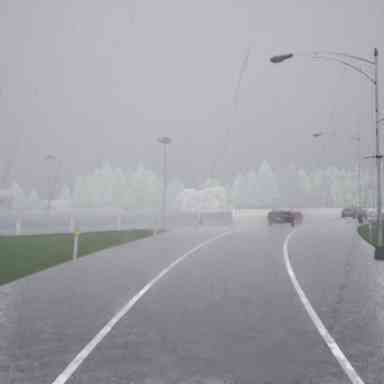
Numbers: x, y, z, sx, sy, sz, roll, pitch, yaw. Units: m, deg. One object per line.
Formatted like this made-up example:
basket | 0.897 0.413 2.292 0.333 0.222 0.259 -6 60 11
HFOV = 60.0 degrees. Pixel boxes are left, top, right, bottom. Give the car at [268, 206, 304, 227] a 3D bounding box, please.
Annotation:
car | 7.371 1.840 25.902 1.882 1.535 5.008 -3 -3 29

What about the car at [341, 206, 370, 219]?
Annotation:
car | 20.455 2.514 41.543 4.902 1.511 2.128 2 -3 -41
